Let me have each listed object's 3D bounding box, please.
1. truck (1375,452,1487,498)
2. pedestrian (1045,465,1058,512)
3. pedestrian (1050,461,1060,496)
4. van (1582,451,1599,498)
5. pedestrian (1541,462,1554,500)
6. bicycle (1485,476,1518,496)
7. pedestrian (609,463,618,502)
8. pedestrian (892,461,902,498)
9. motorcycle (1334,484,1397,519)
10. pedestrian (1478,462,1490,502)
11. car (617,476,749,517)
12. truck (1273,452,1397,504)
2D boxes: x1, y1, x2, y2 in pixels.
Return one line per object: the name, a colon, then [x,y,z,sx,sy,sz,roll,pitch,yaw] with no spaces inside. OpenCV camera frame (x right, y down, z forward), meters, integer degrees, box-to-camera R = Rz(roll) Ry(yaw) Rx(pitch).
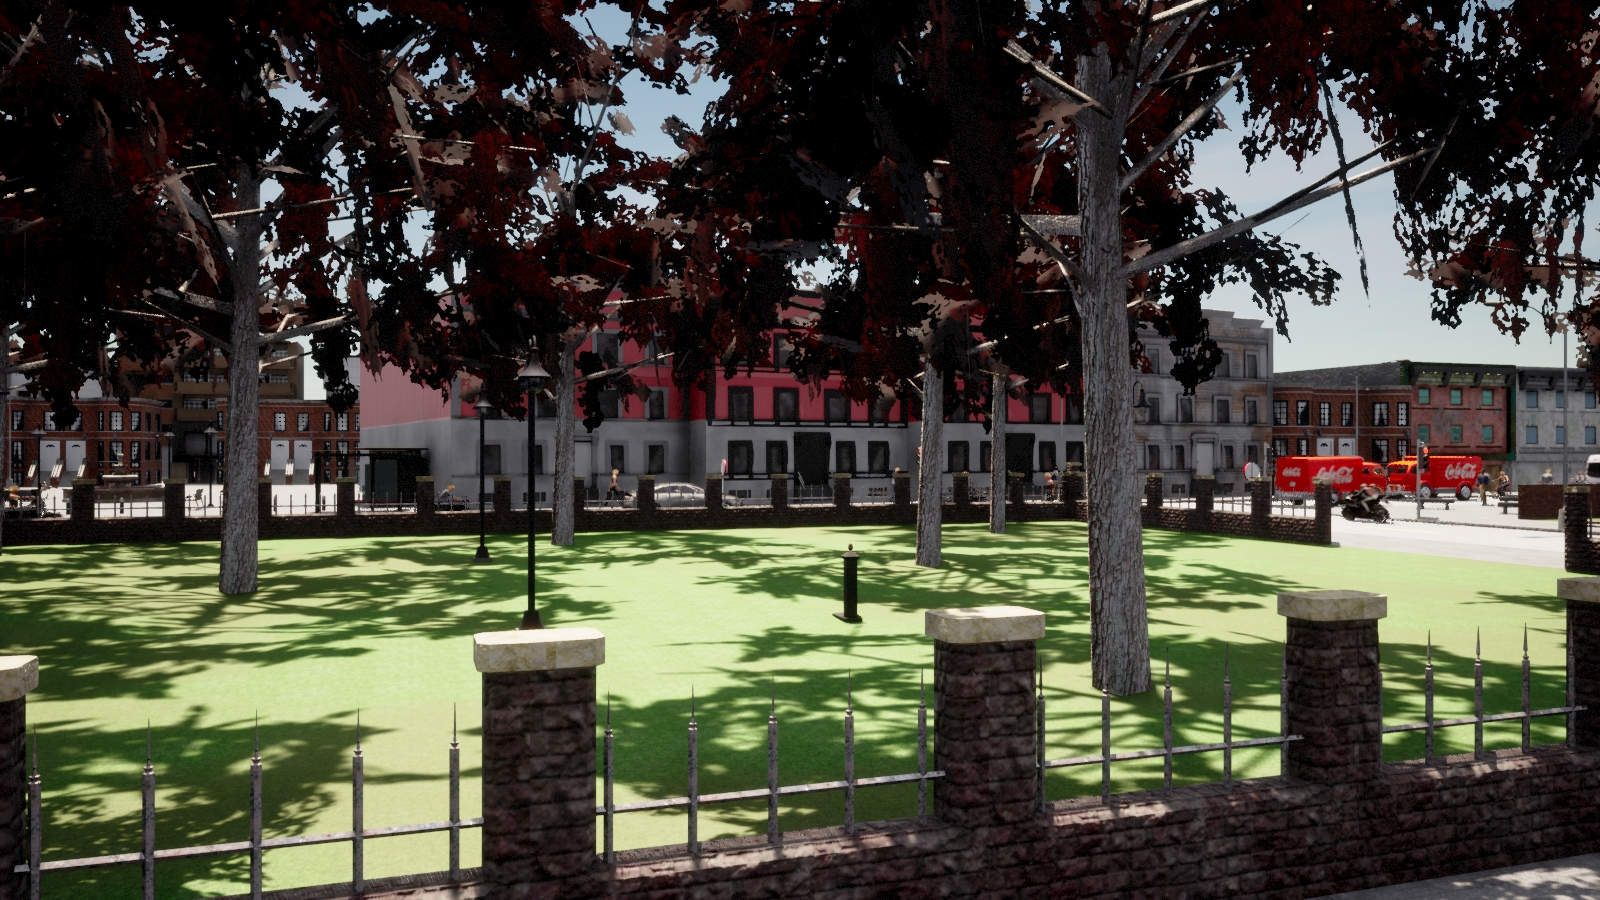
truck: [35.004,1.348,63.458,5.204,2.467,2.627,0,0,-19]
pedestrian: [9.986,1.525,45.407,0.375,1.860,0.375,0,0,-16]
pedestrian: [13.751,1.524,61.583,0.375,1.860,0.375,0,0,-21]
van: [46.416,1.314,63.257,5.915,2.561,1.988,0,0,-19]
pedestrian: [36.544,1.515,55.863,0.375,1.860,0.375,0,0,-28]
bicycle: [40.060,2.036,65.248,1.487,1.080,0.859,0,0,-18]
pedestrian: [-8.784,1.524,53.780,0.375,1.860,0.375,0,0,-18]
pedestrian: [4.971,1.523,58.689,0.375,1.860,0.375,0,0,-17]
motorcycle: [21.850,1.985,44.181,0.867,1.251,2.209,0,0,-20]
pedestrian: [32.610,1.517,54.473,0.375,1.860,0.375,0,0,-34]
car: [-4.677,1.827,45.707,4.902,1.511,2.128,0,0,-19]
truck: [26.603,1.348,56.882,5.204,2.467,2.627,0,0,-18]
